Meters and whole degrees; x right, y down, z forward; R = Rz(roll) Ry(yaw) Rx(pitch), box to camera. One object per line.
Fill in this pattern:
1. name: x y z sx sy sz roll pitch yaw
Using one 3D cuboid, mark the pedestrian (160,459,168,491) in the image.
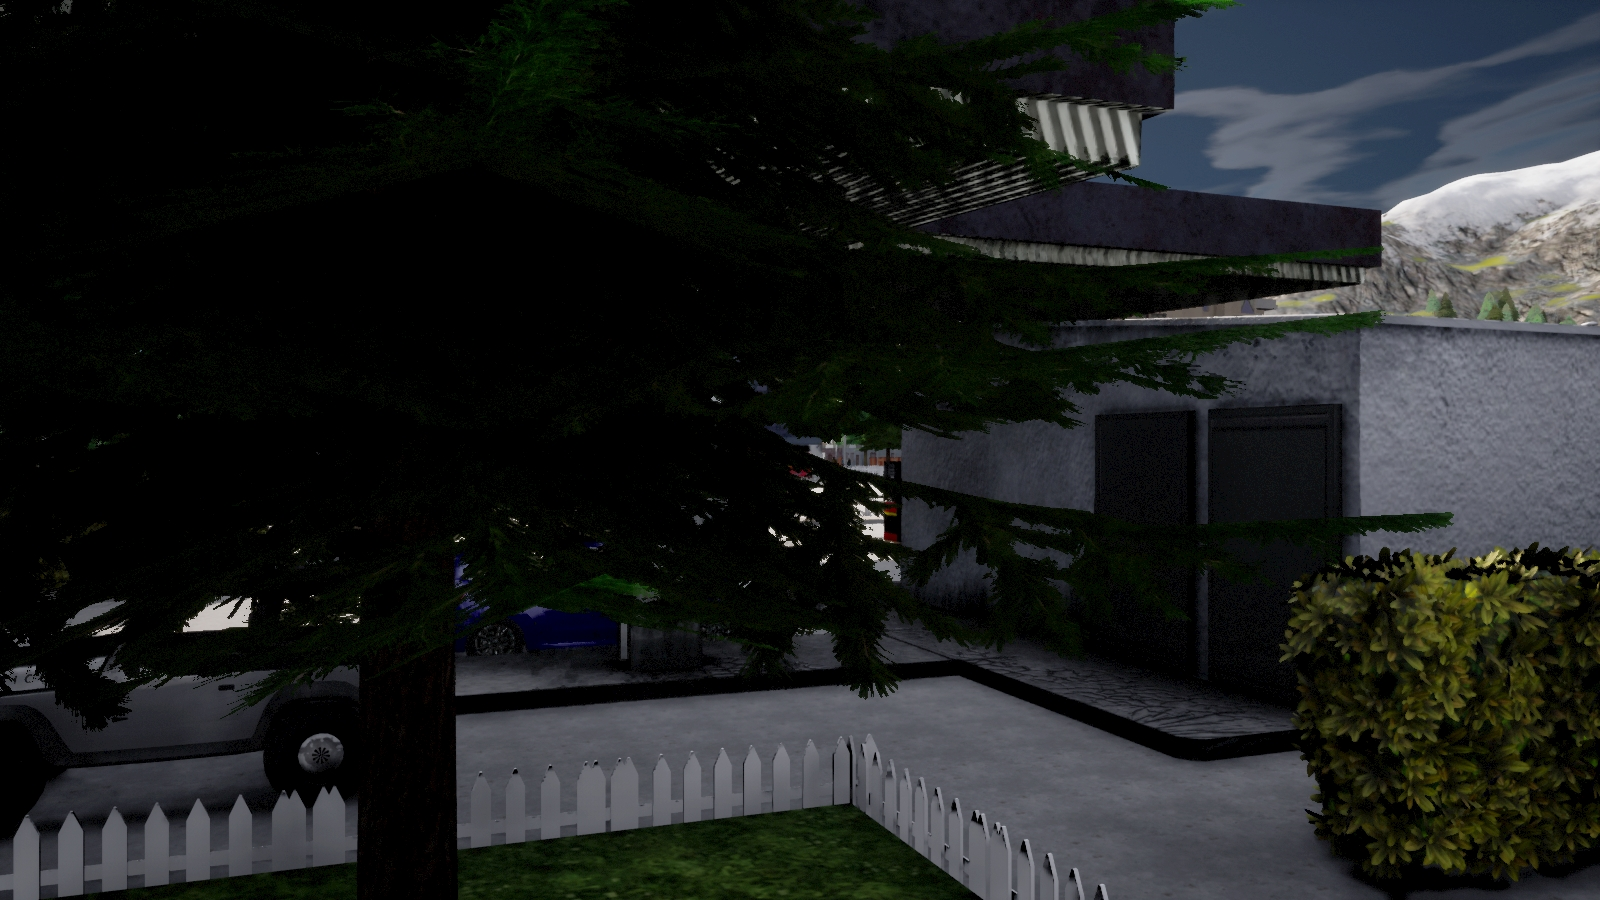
1. pedestrian: -38.165 1.502 68.549 0.375 1.860 0.375 0 0 -21
